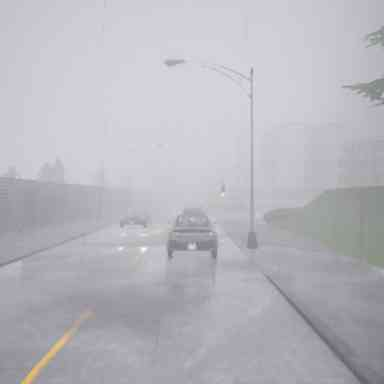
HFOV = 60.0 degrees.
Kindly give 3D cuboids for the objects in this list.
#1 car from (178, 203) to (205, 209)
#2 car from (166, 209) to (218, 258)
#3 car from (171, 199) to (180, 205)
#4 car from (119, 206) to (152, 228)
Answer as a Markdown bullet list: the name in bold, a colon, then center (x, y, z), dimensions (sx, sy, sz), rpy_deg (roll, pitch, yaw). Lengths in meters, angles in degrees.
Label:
- **car**: center (0.279, 1.829, 28.444), dimensions (1.837, 1.490, 4.892), rpy_deg (0, 0, 7)
- **car**: center (0.019, 1.646, 13.480), dimensions (2.128, 1.511, 4.902), rpy_deg (0, 0, 0)
- **car**: center (-4.003, 2.415, 81.608), dimensions (1.837, 1.490, 4.892), rpy_deg (0, -1, 0)
- **car**: center (-4.019, 1.802, 24.476), dimensions (1.812, 1.442, 4.674), rpy_deg (0, -1, 0)
